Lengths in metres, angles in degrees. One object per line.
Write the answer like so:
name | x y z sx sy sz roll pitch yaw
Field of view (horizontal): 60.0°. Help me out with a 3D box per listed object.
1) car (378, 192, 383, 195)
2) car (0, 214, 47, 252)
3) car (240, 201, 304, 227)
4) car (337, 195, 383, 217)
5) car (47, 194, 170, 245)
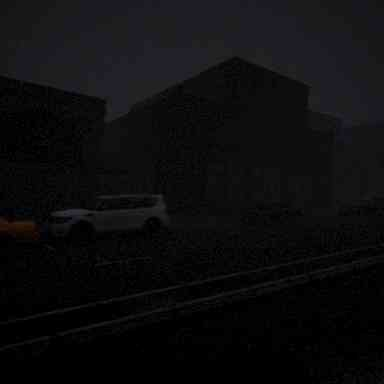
car | 18.751 0.960 31.466 5.566 2.045 2.435 0 0 -36
car | -8.378 1.414 11.930 5.366 1.575 1.946 0 0 -36
car | 5.298 1.343 21.782 4.792 1.488 2.163 0 0 -36
car | 14.298 1.246 28.258 4.892 1.521 2.231 0 0 -36
car | -3.664 1.130 15.321 5.566 2.045 2.435 0 0 -36
